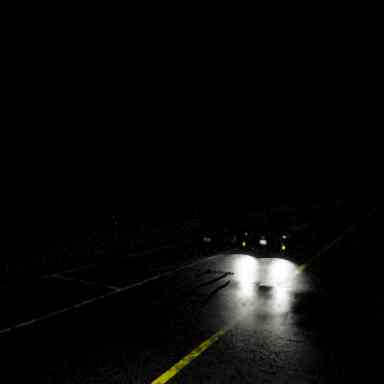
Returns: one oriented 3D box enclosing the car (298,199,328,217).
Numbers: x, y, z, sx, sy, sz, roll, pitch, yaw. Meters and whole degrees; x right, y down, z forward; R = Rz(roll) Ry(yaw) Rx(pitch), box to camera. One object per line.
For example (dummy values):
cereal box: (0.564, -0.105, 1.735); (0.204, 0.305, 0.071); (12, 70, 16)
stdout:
car: (10.446, 1.582, 29.474); (1.802, 1.307, 4.206); (0, 0, 32)

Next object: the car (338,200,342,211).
car: (16.239, 1.441, 38.884); (1.967, 1.590, 4.097); (0, 0, 32)

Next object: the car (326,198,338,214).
car: (13.342, 1.567, 34.179); (1.947, 1.339, 4.313); (0, 0, 32)

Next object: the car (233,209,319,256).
car: (3.519, 1.564, 13.324); (1.994, 1.385, 4.181); (0, 0, 32)

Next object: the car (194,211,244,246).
car: (1.756, 1.566, 15.359); (1.947, 1.339, 4.313); (0, 0, 32)
